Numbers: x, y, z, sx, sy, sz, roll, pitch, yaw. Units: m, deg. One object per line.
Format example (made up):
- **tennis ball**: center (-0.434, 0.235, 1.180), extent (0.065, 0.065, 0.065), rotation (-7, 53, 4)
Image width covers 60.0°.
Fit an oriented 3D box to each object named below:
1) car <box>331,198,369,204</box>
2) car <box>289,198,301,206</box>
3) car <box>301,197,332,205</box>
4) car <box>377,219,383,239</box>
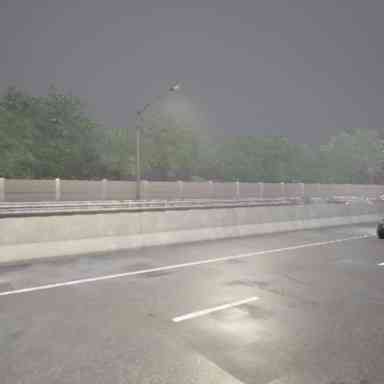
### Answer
- **car**: center (16.053, 1.392, 32.620), extent (4.674, 1.442, 1.812), rotation (0, 0, -35)
- **car**: center (13.265, 1.424, 39.224), extent (4.181, 1.385, 1.994), rotation (0, 0, -35)
- **car**: center (14.297, 1.343, 35.666), extent (5.008, 1.535, 1.882), rotation (0, 0, -35)
- **car**: center (10.474, 1.493, 15.509), extent (4.181, 1.385, 1.994), rotation (0, 0, -35)
